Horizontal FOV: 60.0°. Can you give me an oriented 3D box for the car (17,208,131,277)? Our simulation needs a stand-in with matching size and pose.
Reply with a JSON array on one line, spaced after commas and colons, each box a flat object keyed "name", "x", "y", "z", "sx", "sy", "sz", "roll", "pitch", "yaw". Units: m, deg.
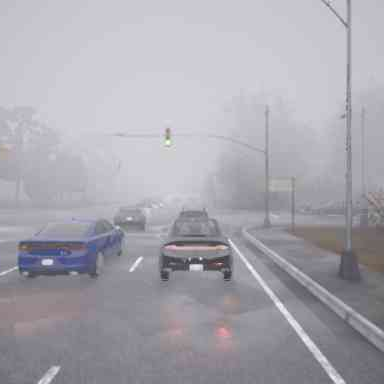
[{"name": "car", "x": -3.399, "y": 1.495, "z": 10.304, "sx": 1.882, "sy": 1.535, "sz": 5.008, "roll": 0, "pitch": 0, "yaw": 0}]

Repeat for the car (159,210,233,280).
[{"name": "car", "x": 0.099, "y": 1.508, "z": 9.994, "sx": 2.128, "sy": 1.511, "sz": 4.902, "roll": 0, "pitch": 0, "yaw": 0}]

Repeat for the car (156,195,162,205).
[{"name": "car", "x": -7.036, "y": 1.605, "z": 59.746, "sx": 1.837, "sy": 1.490, "sz": 4.892, "roll": 0, "pitch": 0, "yaw": 0}]

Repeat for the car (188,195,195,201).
[{"name": "car", "x": -0.012, "y": 1.557, "z": 89.480, "sx": 1.812, "sy": 1.442, "sz": 4.674, "roll": 0, "pitch": 0, "yaw": 0}]

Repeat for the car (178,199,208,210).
[{"name": "car", "x": 0.097, "y": 1.516, "z": 22.655, "sx": 1.882, "sy": 1.535, "sz": 5.008, "roll": 0, "pitch": 0, "yaw": 0}]

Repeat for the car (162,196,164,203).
[{"name": "car", "x": -7.009, "y": 1.472, "z": 69.671, "sx": 2.097, "sy": 1.767, "sz": 4.553, "roll": 0, "pitch": 0, "yaw": 0}]

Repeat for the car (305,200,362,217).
[{"name": "car", "x": 13.700, "y": 1.579, "z": 31.827, "sx": 4.674, "sy": 1.442, "sz": 1.812, "roll": 0, "pitch": 0, "yaw": 3}]

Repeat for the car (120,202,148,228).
[{"name": "car", "x": -4.232, "y": 1.602, "z": 22.234, "sx": 1.994, "sy": 1.385, "sz": 4.181, "roll": 0, "pitch": 0, "yaw": -12}]

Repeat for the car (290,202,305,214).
[{"name": "car", "x": 12.993, "y": 1.551, "z": 35.388, "sx": 4.902, "sy": 1.511, "sz": 2.128, "roll": 0, "pitch": 0, "yaw": 4}]

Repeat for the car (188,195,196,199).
[{"name": "car", "x": -0.010, "y": 1.652, "z": 79.444, "sx": 2.128, "sy": 1.511, "sz": 4.902, "roll": 0, "pitch": 0, "yaw": 0}]

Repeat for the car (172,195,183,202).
[{"name": "car", "x": -3.509, "y": 1.723, "z": 75.665, "sx": 1.895, "sy": 1.301, "sz": 4.718, "roll": 0, "pitch": 0, "yaw": 0}]

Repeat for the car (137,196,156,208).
[{"name": "car", "x": -7.085, "y": 1.590, "z": 50.378, "sx": 1.837, "sy": 1.490, "sz": 4.892, "roll": 0, "pitch": 0, "yaw": 0}]

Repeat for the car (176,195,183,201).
[{"name": "car", "x": -3.512, "y": 1.678, "z": 91.473, "sx": 1.812, "sy": 1.442, "sz": 4.674, "roll": 0, "pitch": 0, "yaw": 0}]
